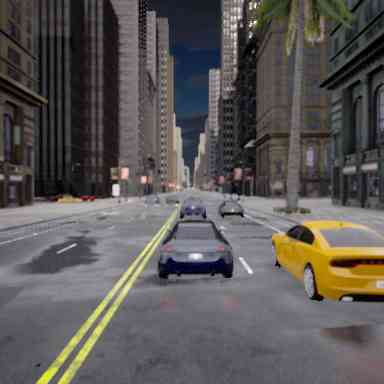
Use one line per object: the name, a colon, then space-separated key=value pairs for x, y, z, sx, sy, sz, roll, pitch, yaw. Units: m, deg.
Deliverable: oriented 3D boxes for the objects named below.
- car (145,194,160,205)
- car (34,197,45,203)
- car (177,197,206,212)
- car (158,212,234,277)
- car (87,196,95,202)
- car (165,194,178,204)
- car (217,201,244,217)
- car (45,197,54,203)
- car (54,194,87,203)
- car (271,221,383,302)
car: x=-6.530 y=1.129 z=55.217 sx=2.097 sy=1.767 sz=4.553 roll=0 pitch=0 yaw=0
car: x=-34.165 y=1.701 z=74.101 sx=4.206 sy=1.307 sz=1.802 roll=-1 pitch=1 yaw=0
car: x=0.095 y=1.247 z=28.521 sx=2.097 sy=1.767 sz=4.553 roll=0 pitch=0 yaw=0
car: x=0.095 y=1.530 z=10.114 sx=1.994 sy=1.385 sz=4.181 roll=0 pitch=0 yaw=0
car: x=-23.991 y=1.526 z=74.066 sx=4.507 sy=1.381 sz=1.887 roll=-1 pitch=1 yaw=0
car: x=-3.273 y=1.126 z=55.874 sx=2.097 sy=1.767 sz=4.553 roll=0 pitch=0 yaw=0
car: x=3.346 y=1.455 z=29.340 sx=1.994 sy=1.385 sz=4.181 roll=0 pitch=0 yaw=0
car: x=-29.081 y=1.365 z=74.078 sx=5.009 sy=1.841 sz=2.192 roll=-1 pitch=1 yaw=0
car: x=-23.850 y=1.577 z=65.538 sx=4.829 sy=1.417 sz=1.752 roll=-1 pitch=1 yaw=0
car: x=3.344 y=1.450 z=8.275 sx=1.882 sy=1.535 sz=5.008 roll=0 pitch=0 yaw=0
